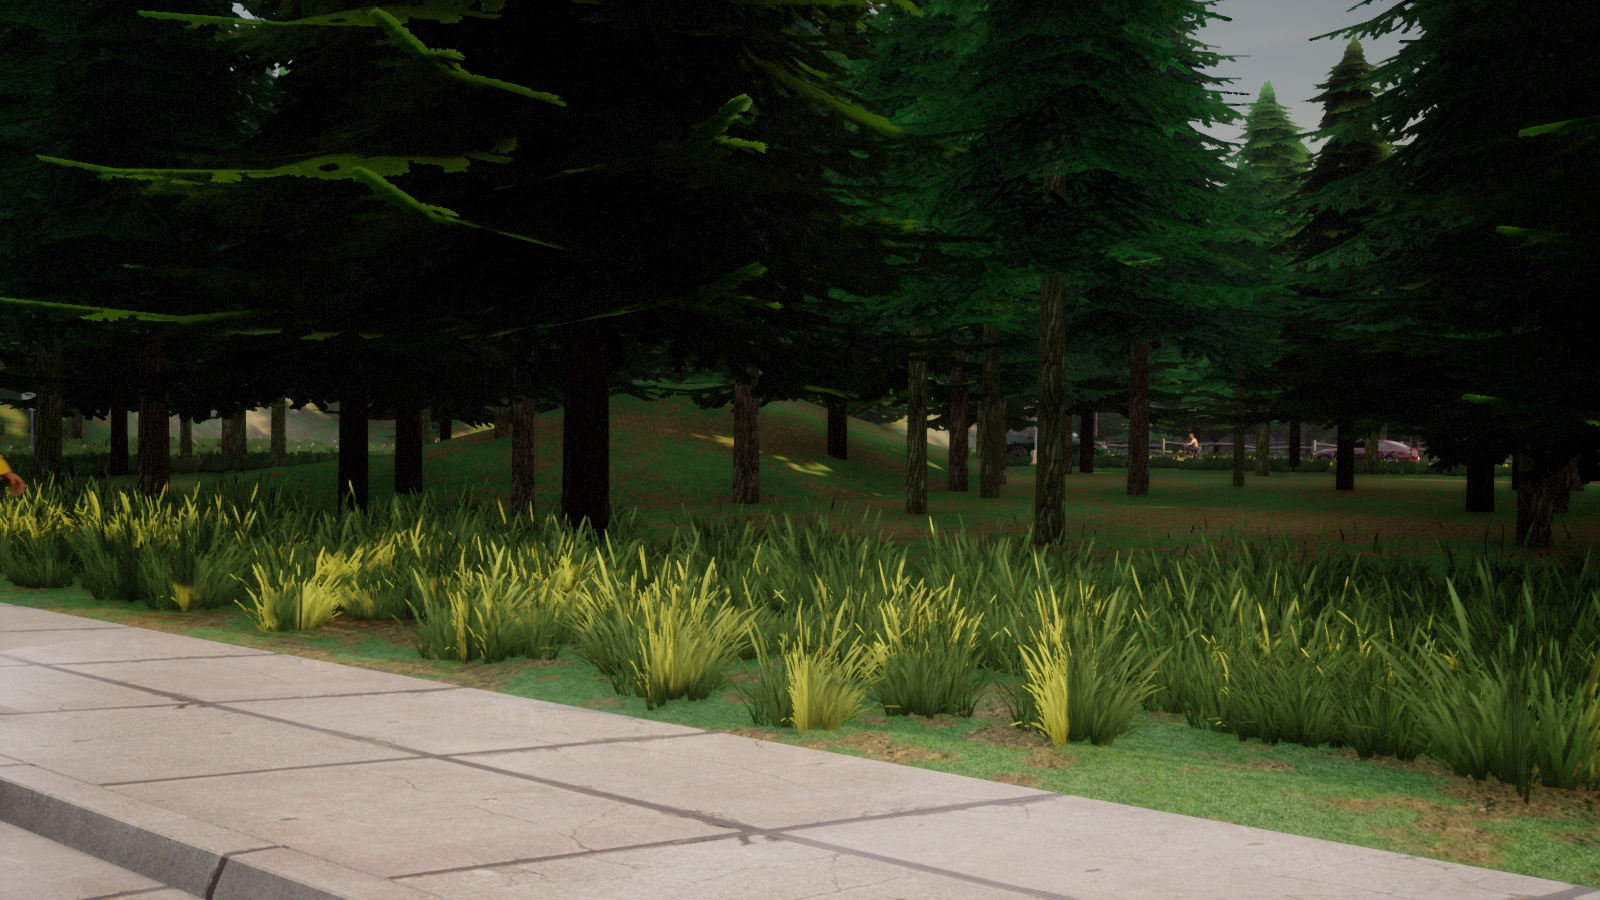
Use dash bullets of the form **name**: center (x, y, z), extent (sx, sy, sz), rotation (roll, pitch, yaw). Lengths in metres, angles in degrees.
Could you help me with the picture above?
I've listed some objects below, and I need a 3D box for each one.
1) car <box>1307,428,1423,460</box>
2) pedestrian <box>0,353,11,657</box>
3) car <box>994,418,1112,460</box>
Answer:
- **car**: center (26.390, -0.283, 58.711), extent (4.674, 1.442, 1.812), rotation (0, 1, 35)
- **pedestrian**: center (-5.244, 0.337, 7.585), extent (0.709, 1.840, 0.431), rotation (0, 1, 18)
- **car**: center (12.721, -0.527, 63.144), extent (5.566, 2.045, 2.150), rotation (0, 1, 21)
